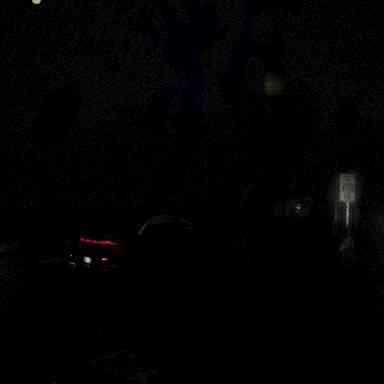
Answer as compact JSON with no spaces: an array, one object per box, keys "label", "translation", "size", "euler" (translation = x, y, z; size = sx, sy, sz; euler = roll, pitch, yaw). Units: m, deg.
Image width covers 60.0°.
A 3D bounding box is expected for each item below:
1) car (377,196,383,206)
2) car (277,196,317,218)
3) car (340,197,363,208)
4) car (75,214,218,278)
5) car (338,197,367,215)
[{"label":"car","translation":[29.295,1.375,50.366],"size":[2.128,1.511,4.902],"euler":[0,-1,37]},{"label":"car","translation":[8.914,1.171,28.140],"size":[2.097,1.767,4.553],"euler":[0,0,37]},{"label":"car","translation":[21.518,1.401,44.766],"size":[1.994,1.385,4.181],"euler":[0,0,37]},{"label":"car","translation":[-1.060,1.395,9.943],"size":[2.128,1.511,4.902],"euler":[0,1,37]},{"label":"car","translation":[15.334,1.335,31.783],"size":[1.812,1.442,4.674],"euler":[0,0,37]}]
